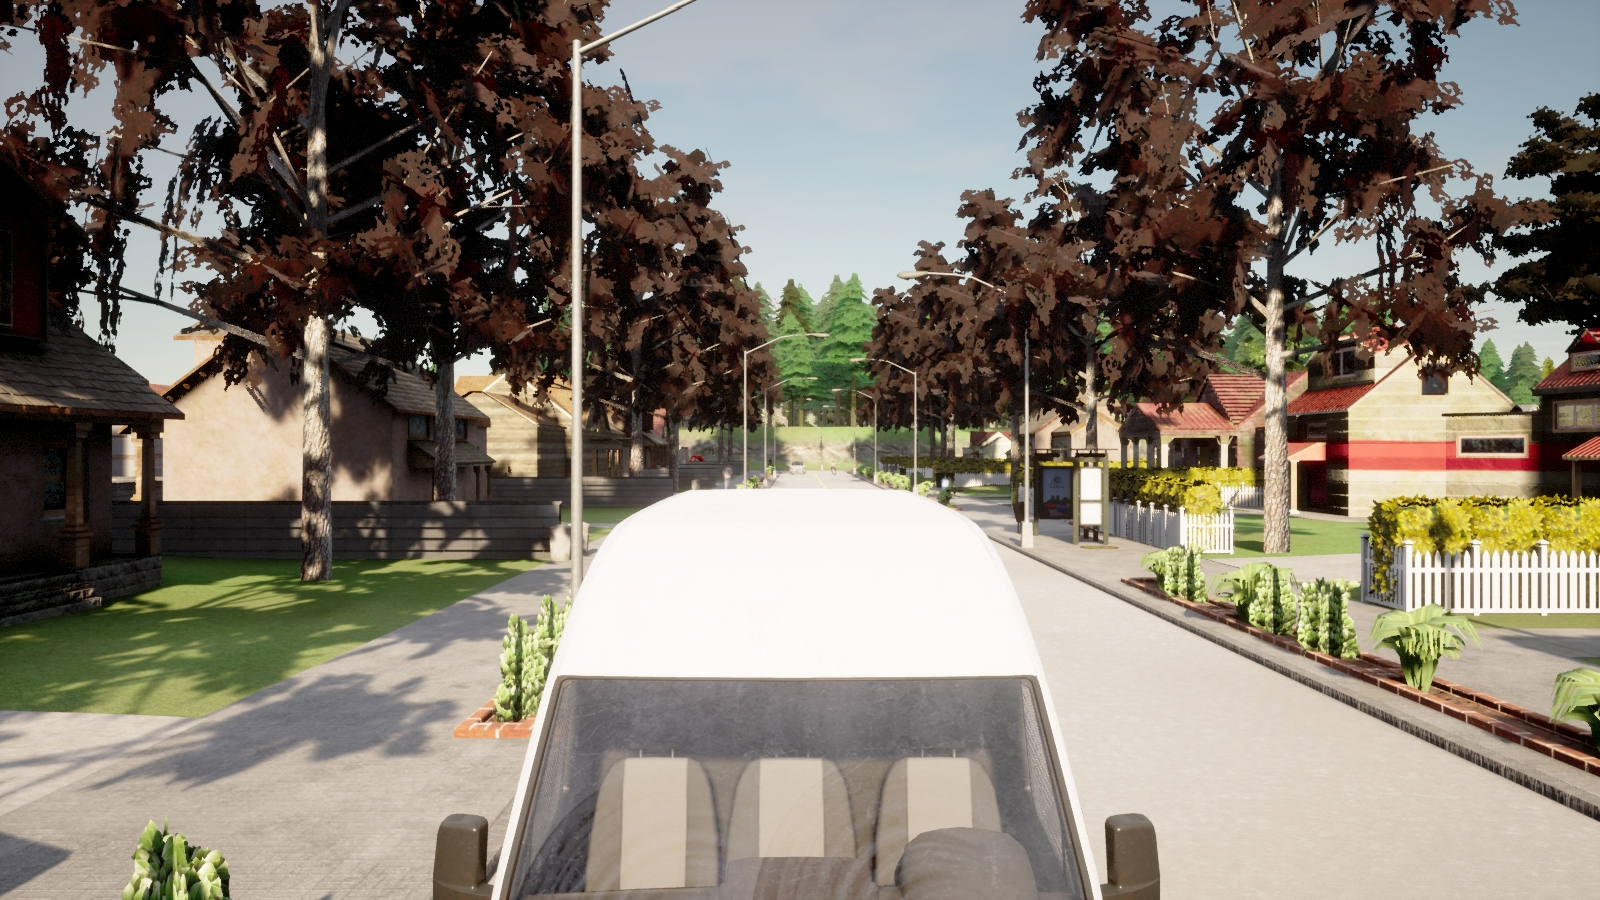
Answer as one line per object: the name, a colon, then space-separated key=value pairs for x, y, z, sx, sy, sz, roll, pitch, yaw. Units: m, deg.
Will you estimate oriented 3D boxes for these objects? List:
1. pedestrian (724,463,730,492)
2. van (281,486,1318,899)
pedestrian: x=-4.641 y=1.743 z=72.412 sx=0.375 sy=1.860 sz=0.375 roll=0 pitch=0 yaw=2
van: x=-0.006 y=1.534 z=5.149 sx=1.988 sy=2.561 sz=5.915 roll=0 pitch=0 yaw=0
